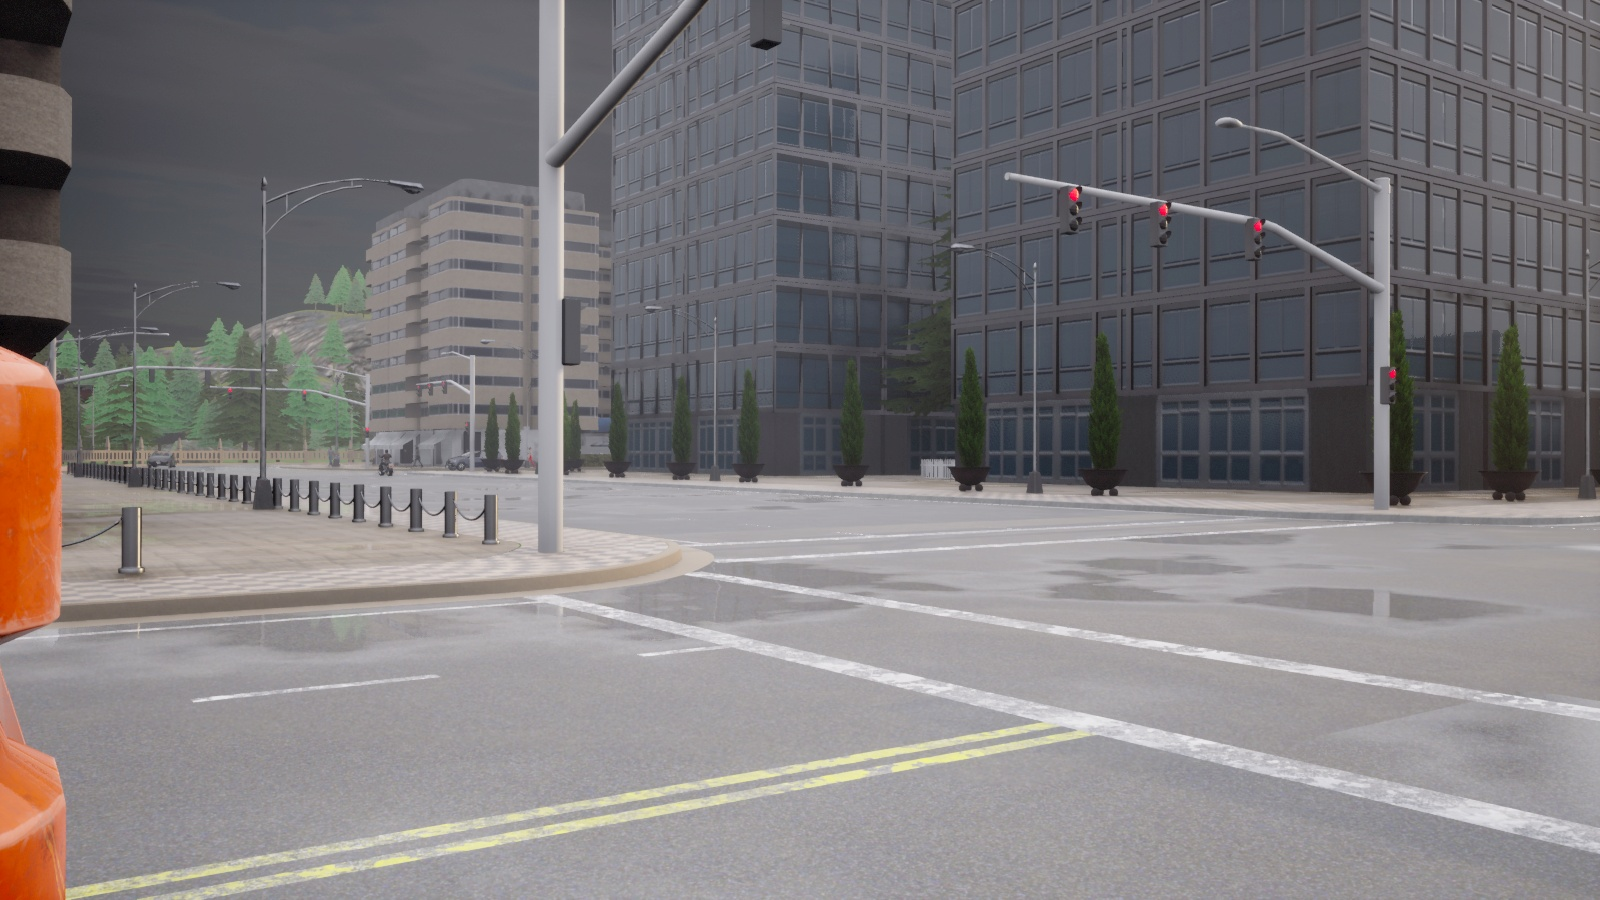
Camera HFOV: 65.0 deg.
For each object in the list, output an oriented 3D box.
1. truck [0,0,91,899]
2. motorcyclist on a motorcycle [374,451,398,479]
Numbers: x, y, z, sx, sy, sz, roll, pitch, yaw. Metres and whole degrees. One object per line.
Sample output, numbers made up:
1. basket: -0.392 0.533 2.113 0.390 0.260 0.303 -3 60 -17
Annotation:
1. truck: -4.853 -0.226 0.292 7.936 3.462 2.891 0 0 -35
2. motorcyclist on a motorcycle: -24.902 0.877 75.473 0.766 1.649 2.350 0 0 -34
